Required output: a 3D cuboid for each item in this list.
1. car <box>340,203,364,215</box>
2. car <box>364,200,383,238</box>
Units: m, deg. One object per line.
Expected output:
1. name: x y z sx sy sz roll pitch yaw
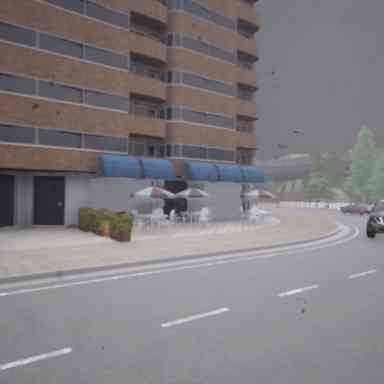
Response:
1. car: 20.010 2.039 40.367 1.994 1.385 4.181 1 0 -16
2. car: 11.223 1.466 18.686 2.150 2.045 5.566 0 0 31
